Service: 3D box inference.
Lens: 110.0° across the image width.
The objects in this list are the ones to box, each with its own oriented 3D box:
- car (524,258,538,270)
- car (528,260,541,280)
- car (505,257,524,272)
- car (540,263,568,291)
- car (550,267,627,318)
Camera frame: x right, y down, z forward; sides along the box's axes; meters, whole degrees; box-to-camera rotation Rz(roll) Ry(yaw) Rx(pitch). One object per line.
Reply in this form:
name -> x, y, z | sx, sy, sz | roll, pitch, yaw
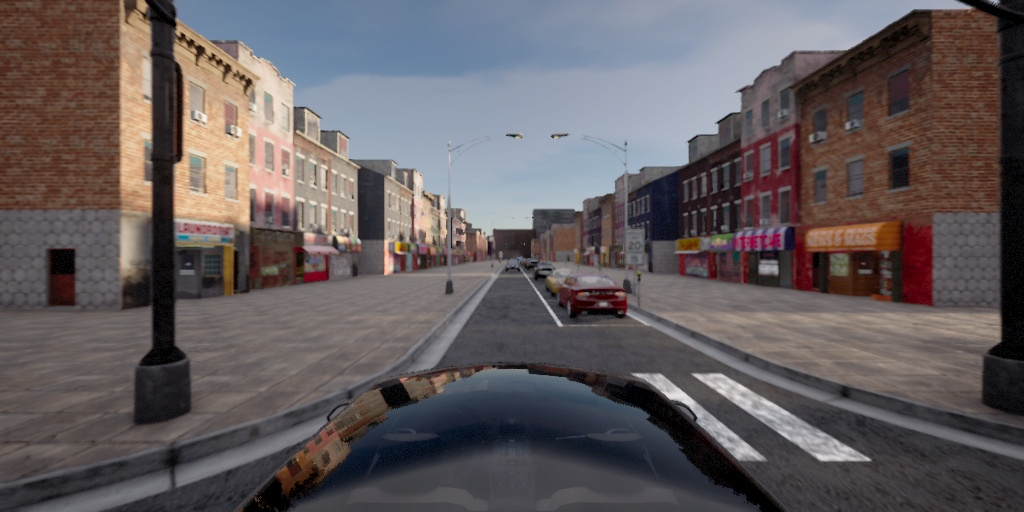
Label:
car -> 3.021, 1.180, 50.749 | 1.837, 1.490, 4.892 | 0, 0, 0
car -> 2.639, 1.245, 29.618 | 1.948, 1.339, 4.313 | 0, 0, 0
car -> 0.102, 1.233, 45.982 | 2.033, 1.411, 5.357 | 0, 0, 1
car -> 2.638, 1.220, 18.430 | 1.751, 1.417, 4.829 | 0, 0, 0
car -> 2.637, 1.251, 12.581 | 1.888, 1.381, 4.507 | 0, 0, 0
